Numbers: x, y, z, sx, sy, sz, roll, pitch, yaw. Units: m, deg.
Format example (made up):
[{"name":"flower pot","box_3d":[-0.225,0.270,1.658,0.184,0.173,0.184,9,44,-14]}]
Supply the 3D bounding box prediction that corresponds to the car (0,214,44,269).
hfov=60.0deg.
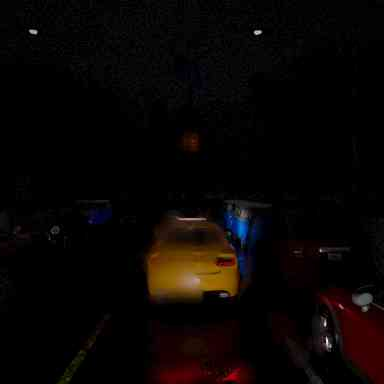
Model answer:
[{"name":"car","box_3d":[-5.814,1.526,8.505,1.752,1.417,4.829,0,0,0]}]

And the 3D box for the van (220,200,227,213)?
[{"name":"van","box_3d":[2.641,1.343,19.603,1.690,1.788,3.998,0,0,0]}]

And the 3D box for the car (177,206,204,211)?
[{"name":"car","box_3d":[-0.066,1.493,18.054,2.128,1.511,4.902,0,0,0]}]

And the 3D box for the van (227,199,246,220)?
[{"name":"van","box_3d":[2.675,1.342,14.165,1.690,1.788,3.998,0,0,0]}]

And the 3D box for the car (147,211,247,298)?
[{"name":"car","box_3d":[0.031,1.478,8.553,1.882,1.535,5.008,0,0,0]}]

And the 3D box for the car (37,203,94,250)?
[{"name":"car","box_3d":[-5.850,1.441,14.112,1.967,1.590,4.097,0,0,0]}]

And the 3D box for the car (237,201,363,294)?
[{"name":"car","box_3d":[2.709,1.315,8.728,2.192,1.841,5.009,0,0,0]}]

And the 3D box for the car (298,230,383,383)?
[{"name":"car","box_3d":[2.743,1.440,3.290,1.967,1.590,4.097,0,0,0]}]

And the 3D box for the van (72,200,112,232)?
[{"name":"van","box_3d":[-5.884,1.343,19.550,1.690,1.788,3.998,0,0,0]}]
